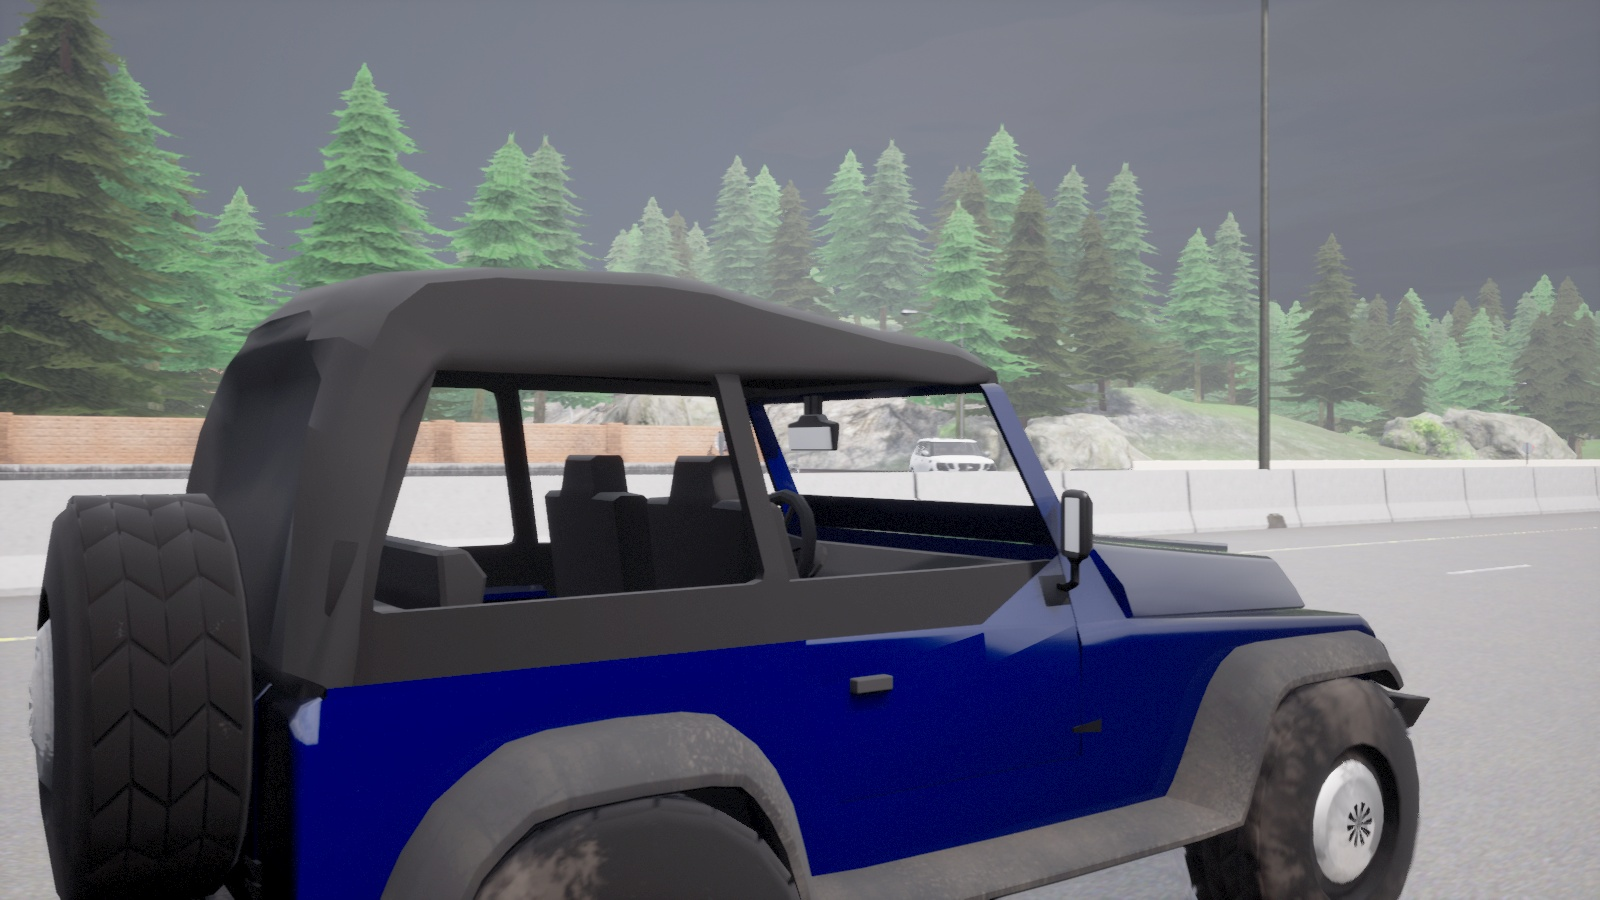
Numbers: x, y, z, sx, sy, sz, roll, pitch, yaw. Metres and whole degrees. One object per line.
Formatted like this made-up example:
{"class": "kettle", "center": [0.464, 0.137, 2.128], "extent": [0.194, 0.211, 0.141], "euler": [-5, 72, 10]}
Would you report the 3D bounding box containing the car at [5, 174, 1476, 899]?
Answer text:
{"class": "car", "center": [0.013, 0.550, 3.669], "extent": [3.866, 1.878, 1.905], "euler": [0, 0, -35]}
